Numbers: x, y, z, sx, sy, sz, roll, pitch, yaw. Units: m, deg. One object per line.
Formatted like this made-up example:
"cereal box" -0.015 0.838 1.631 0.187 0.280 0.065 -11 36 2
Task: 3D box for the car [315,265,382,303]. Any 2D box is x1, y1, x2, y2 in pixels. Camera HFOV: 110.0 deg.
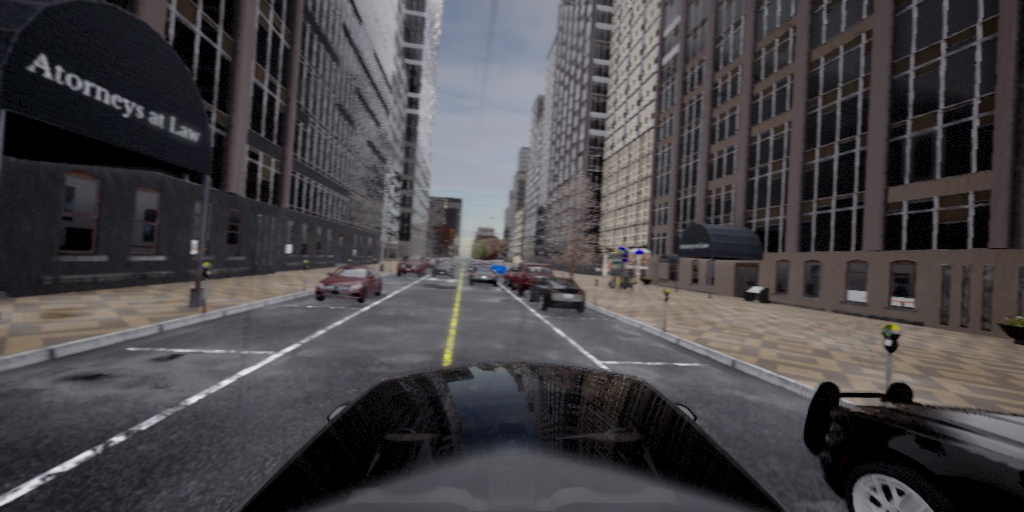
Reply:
"car" -6.462 1.039 14.570 1.802 1.307 4.207 0 0 -7

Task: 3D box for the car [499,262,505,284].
"car" 0.382 1.452 26.645 1.967 1.591 4.097 0 0 -7

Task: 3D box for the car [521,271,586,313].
"car" 1.829 1.567 15.661 1.948 1.339 4.313 0 0 -7

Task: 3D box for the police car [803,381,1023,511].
"police car" 3.808 1.413 1.132 1.930 1.638 5.238 4 -1 -9

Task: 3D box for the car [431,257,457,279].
"car" -6.053 1.154 31.940 1.837 1.490 4.892 4 -1 -7

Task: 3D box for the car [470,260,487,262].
"car" -4.640 1.357 45.361 2.128 1.511 4.902 4 0 -8

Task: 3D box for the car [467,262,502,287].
"car" -2.148 1.410 26.386 1.994 1.385 4.181 4 -1 -7

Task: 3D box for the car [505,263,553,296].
"car" 1.106 1.322 21.153 2.192 1.841 5.009 0 0 -7

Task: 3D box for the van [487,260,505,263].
"van" -1.787 1.370 43.120 1.690 1.789 3.998 0 0 -7

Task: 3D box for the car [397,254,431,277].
"car" -8.632 0.789 31.045 2.192 1.841 5.009 0 0 -7
